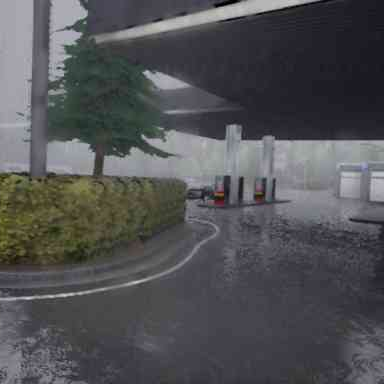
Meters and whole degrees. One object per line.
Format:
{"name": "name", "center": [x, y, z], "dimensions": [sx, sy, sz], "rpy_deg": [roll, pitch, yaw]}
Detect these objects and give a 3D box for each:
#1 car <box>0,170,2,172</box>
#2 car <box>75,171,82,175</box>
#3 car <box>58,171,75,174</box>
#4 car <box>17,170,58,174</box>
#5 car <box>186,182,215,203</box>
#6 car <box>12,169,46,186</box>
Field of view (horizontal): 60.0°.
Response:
{"name": "car", "center": [-33.037, -3.000, 55.185], "dimensions": [5.027, 1.636, 2.152], "rpy_deg": [5, 4, 36]}
{"name": "car", "center": [-24.139, -3.290, 68.124], "dimensions": [4.605, 1.855, 1.932], "rpy_deg": [5, 4, 36]}
{"name": "car", "center": [-25.513, -3.245, 65.531], "dimensions": [3.866, 1.878, 1.905], "rpy_deg": [5, 4, 36]}
{"name": "car", "center": [-16.415, -1.311, 35.190], "dimensions": [3.866, 1.878, 1.905], "rpy_deg": [5, 4, 36]}
{"name": "car", "center": [1.418, 0.136, 31.057], "dimensions": [2.128, 1.511, 4.902], "rpy_deg": [5, 4, 36]}
{"name": "car", "center": [-20.839, -1.858, 42.459], "dimensions": [4.605, 1.855, 1.932], "rpy_deg": [5, 4, 36]}
